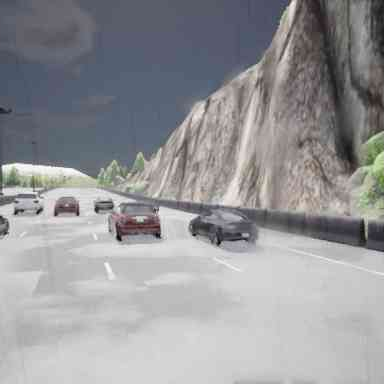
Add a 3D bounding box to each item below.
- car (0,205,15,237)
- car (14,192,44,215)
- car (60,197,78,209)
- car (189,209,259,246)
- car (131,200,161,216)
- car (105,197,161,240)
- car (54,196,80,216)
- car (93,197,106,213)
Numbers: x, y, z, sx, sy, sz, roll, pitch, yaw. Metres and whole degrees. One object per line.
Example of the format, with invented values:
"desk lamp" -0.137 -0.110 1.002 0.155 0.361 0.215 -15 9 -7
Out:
"car" -9.952 1.526 15.627 1.994 1.385 4.181 0 0 -19
"car" -15.740 1.029 32.246 2.150 2.045 5.566 0 0 -20
"car" -14.971 1.308 40.642 1.895 1.301 4.718 0 1 -19
"car" 1.334 1.506 15.152 1.812 1.442 4.674 0 0 -19
"car" -4.510 1.454 31.906 1.895 1.301 4.718 0 1 -19
"car" -3.063 1.317 17.128 2.097 1.767 4.553 0 0 -19
"car" -11.553 1.192 30.847 2.097 1.767 4.553 0 1 -19
"car" -9.181 1.298 34.662 2.128 1.511 4.902 0 1 -19
